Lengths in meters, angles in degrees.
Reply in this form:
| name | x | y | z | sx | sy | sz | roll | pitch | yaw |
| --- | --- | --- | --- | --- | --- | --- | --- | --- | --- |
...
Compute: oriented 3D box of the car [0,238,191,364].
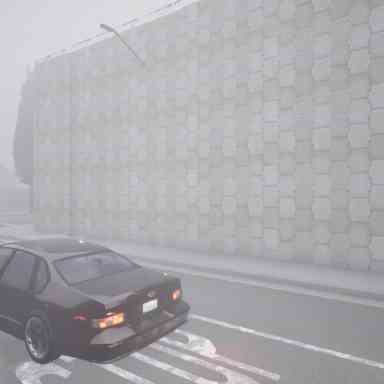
| name | x | y | z | sx | sy | sz | roll | pitch | yaw |
| --- | --- | --- | --- | --- | --- | --- | --- | --- | --- |
| car | -2.602 | 1.547 | 5.834 | 5.357 | 1.411 | 2.033 | 0 | 0 | 35 |
